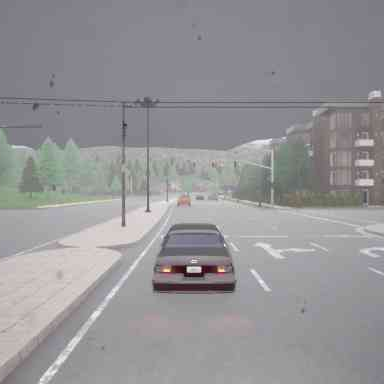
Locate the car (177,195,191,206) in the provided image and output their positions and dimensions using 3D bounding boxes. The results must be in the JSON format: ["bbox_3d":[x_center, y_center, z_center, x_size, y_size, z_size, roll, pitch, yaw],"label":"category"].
[{"bbox_3d":[-1.309,1.352,54.697,2.097,1.767,4.553,0,0,-1],"label":"car"}]

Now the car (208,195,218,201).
[{"bbox_3d":[5.555,1.539,85.562,2.033,1.411,5.357,0,0,0],"label":"car"}]

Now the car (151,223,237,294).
[{"bbox_3d":[0.050,1.547,8.951,2.033,1.411,5.357,0,0,0],"label":"car"}]

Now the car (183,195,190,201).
[{"bbox_3d":[-1.445,1.523,85.522,1.812,1.442,4.674,0,0,0],"label":"car"}]

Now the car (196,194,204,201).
[{"bbox_3d":[2.055,1.477,85.558,1.882,1.535,5.008,0,0,0],"label":"car"}]
